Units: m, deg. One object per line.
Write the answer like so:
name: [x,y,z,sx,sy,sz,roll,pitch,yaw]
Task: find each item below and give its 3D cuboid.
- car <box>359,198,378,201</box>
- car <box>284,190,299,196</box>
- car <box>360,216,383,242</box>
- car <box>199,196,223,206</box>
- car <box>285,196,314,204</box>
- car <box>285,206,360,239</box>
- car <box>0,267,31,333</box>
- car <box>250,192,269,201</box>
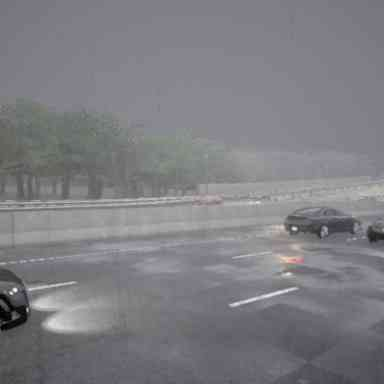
car: [25.392,1.506,48.108,4.181,1.385,1.994,0,0,-36]
car: [22.227,0.288,73.980,1.882,1.535,5.008,0,3,40]
car: [9.758,1.557,15.034,4.181,1.385,1.994,0,0,-36]
car: [2.886,1.331,48.270,1.812,1.442,4.674,0,1,34]
car: [12.430,1.508,38.752,4.674,1.442,1.812,0,0,-36]
car: [6.867,1.497,17.268,4.892,1.490,1.837,0,0,-36]
car: [-4.643,1.563,4.732,4.181,1.385,1.994,0,0,-36]
car: [12.676,0.747,61.918,2.097,1.767,4.553,0,2,38]
